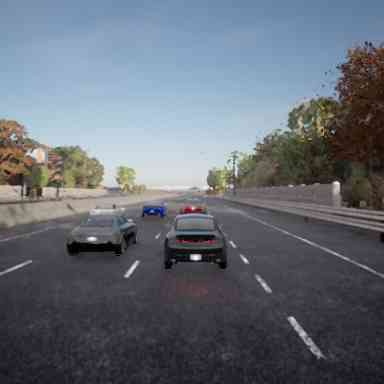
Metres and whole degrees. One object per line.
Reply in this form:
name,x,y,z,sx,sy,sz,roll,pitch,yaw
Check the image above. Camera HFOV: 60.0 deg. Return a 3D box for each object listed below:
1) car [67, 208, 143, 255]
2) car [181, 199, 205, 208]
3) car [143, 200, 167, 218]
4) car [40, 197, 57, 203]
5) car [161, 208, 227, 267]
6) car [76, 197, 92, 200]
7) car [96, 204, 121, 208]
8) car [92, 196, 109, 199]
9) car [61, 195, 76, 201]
car,-3.400,1.568,13.310,1.994,1.385,4.181,0,0,0
car,0.098,1.368,28.914,2.097,1.767,4.553,0,0,0
car,-3.399,1.495,30.766,1.882,1.535,5.008,0,0,0
car,-28.002,1.590,64.905,1.994,1.385,4.181,0,0,0
car,0.100,1.508,11.355,1.837,1.490,4.892,0,0,0
car,-21.002,1.610,66.790,1.994,1.385,4.181,0,0,0
car,-6.899,1.615,27.689,1.895,1.301,4.718,0,0,0
car,-17.503,1.535,65.432,1.837,1.490,4.892,0,0,0
car,-24.502,1.413,66.820,2.097,1.767,4.553,0,0,0
